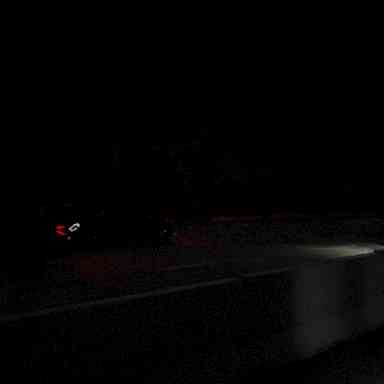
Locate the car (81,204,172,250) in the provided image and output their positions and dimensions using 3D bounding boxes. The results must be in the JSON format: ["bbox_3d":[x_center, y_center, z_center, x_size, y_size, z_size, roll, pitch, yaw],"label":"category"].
[{"bbox_3d":[-3.225,1.321,14.112,4.553,1.767,2.097,0,0,-32],"label":"car"}]

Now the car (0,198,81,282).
[{"bbox_3d":[-5.950,1.189,8.196,5.566,2.045,2.150,0,0,-35],"label":"car"}]
